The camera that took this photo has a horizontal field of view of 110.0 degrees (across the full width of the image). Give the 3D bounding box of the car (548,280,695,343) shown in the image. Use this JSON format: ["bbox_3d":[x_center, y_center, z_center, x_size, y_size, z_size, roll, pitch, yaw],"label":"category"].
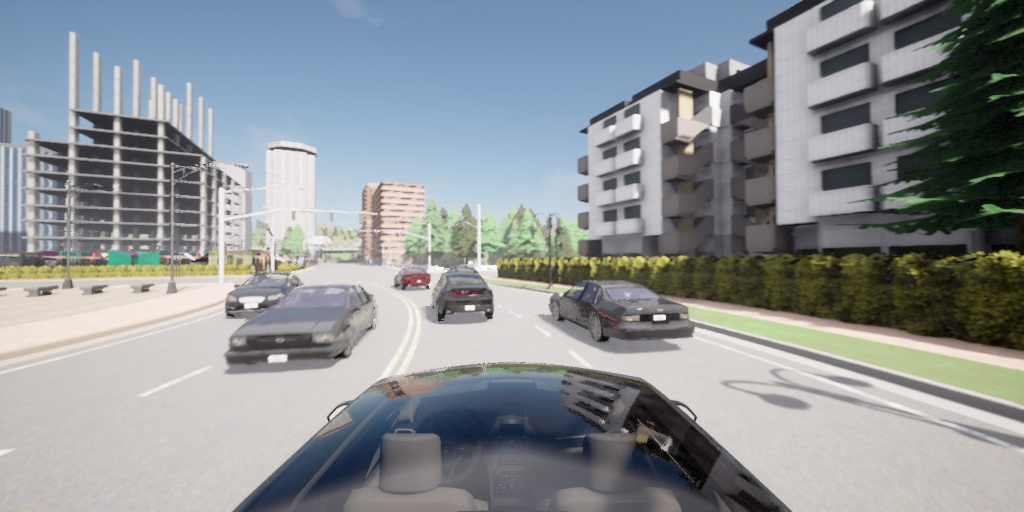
[{"bbox_3d":[2.598,1.366,9.981,2.033,1.411,5.357,0,-1,-11],"label":"car"}]

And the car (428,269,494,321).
[{"bbox_3d":[-1.938,1.381,13.285,1.837,1.490,4.892,0,-1,-16],"label":"car"}]

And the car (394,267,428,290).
[{"bbox_3d":[-7.121,1.509,25.493,1.882,1.535,5.008,0,-1,-26],"label":"car"}]

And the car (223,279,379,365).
[{"bbox_3d":[-4.518,1.395,8.728,2.033,1.411,5.357,0,-1,-11],"label":"car"}]

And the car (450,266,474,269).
[{"bbox_3d":[-3.836,1.502,26.713,1.882,1.535,5.008,0,-1,-26],"label":"car"}]

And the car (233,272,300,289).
[{"bbox_3d":[-9.529,1.425,14.251,2.128,1.511,4.902,0,-1,-20],"label":"car"}]
